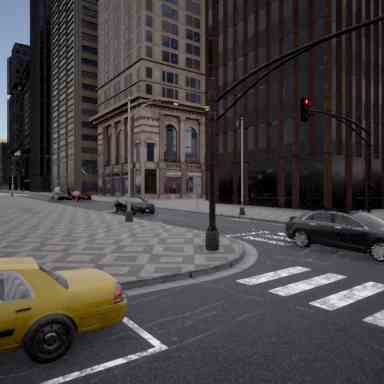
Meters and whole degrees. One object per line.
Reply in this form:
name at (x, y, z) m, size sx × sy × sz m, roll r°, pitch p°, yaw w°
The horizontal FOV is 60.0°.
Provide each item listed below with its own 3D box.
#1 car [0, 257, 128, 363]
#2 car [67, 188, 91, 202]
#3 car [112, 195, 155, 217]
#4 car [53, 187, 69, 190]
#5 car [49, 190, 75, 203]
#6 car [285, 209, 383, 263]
car at (-3.283, 1.525, 4.308) m, size 4.829 × 1.417 × 1.752 m, roll 0°, pitch 0°, yaw -35°
car at (-15.965, 0.575, 47.490) m, size 1.882 × 1.535 × 5.008 m, roll 0°, pitch 1°, yaw -35°
car at (-4.701, 1.025, 26.324) m, size 1.882 × 1.535 × 5.008 m, roll 0°, pitch 2°, yaw -36°
car at (-21.926, 0.133, 55.751) m, size 2.150 × 2.045 × 5.566 m, roll 0°, pitch 1°, yaw -36°
car at (-17.571, 0.729, 44.394) m, size 1.895 × 1.301 × 4.718 m, roll 0°, pitch 1°, yaw -35°
car at (5.634, 1.401, 11.870) m, size 1.837 × 1.490 × 4.892 m, roll 0°, pitch 1°, yaw -36°
